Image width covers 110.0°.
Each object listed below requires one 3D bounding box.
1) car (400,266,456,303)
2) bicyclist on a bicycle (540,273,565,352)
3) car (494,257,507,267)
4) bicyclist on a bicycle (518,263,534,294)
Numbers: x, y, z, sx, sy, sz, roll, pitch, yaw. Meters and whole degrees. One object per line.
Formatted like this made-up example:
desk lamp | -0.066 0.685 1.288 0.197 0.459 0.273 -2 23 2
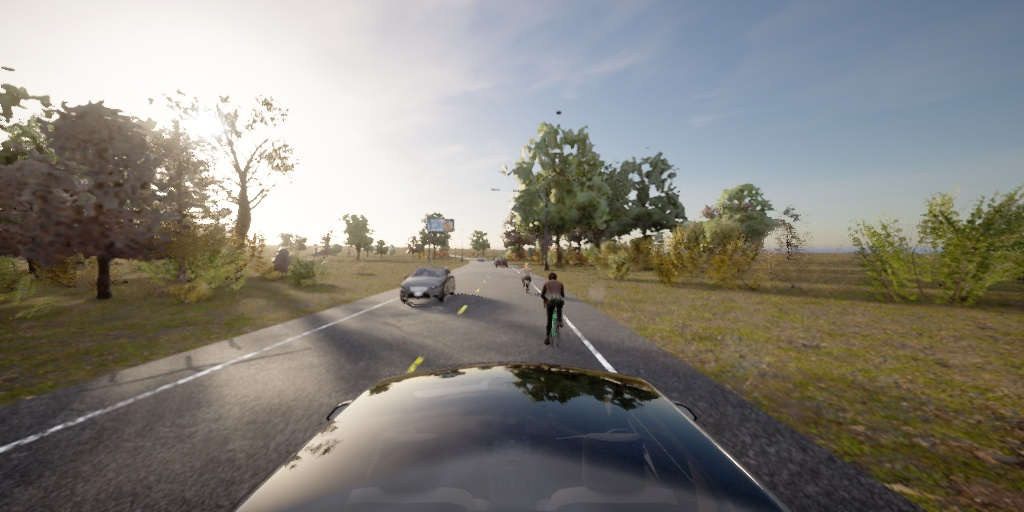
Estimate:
car | -3.753 1.234 16.656 2.128 1.511 4.902 0 0 -1
bicyclist on a bicycle | 0.920 1.200 7.976 0.582 1.620 1.656 0 0 0
car | -1.983 1.033 64.081 2.097 1.767 4.553 0 0 -4
bicyclist on a bicycle | 0.777 1.175 19.137 0.866 1.612 1.509 0 0 -1
